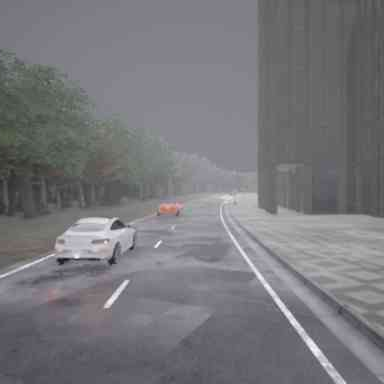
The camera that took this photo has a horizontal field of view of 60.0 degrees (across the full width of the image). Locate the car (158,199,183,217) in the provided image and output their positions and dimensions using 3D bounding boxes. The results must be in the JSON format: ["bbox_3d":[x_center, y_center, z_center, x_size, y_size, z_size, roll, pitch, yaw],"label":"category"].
[{"bbox_3d":[-2.157,1.521,33.886,2.097,1.767,4.553,0,0,4],"label":"car"}]

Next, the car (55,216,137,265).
[{"bbox_3d":[-3.214,1.584,11.756,1.812,1.442,4.674,0,0,1],"label":"car"}]
